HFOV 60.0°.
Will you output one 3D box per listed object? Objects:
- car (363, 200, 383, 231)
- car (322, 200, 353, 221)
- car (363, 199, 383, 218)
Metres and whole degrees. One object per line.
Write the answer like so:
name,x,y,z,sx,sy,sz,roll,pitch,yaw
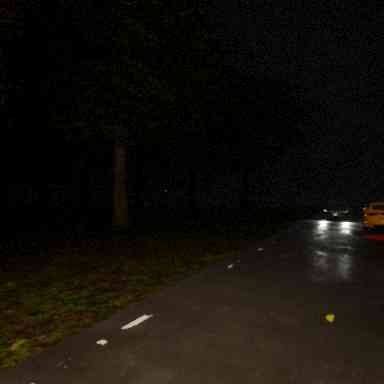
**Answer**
car,10.836,1.332,18.822,1.882,1.535,5.008,2,1,28
car,11.093,1.322,25.229,1.812,1.442,4.674,2,1,29
car,17.073,1.457,30.625,2.033,1.411,5.357,2,0,30
